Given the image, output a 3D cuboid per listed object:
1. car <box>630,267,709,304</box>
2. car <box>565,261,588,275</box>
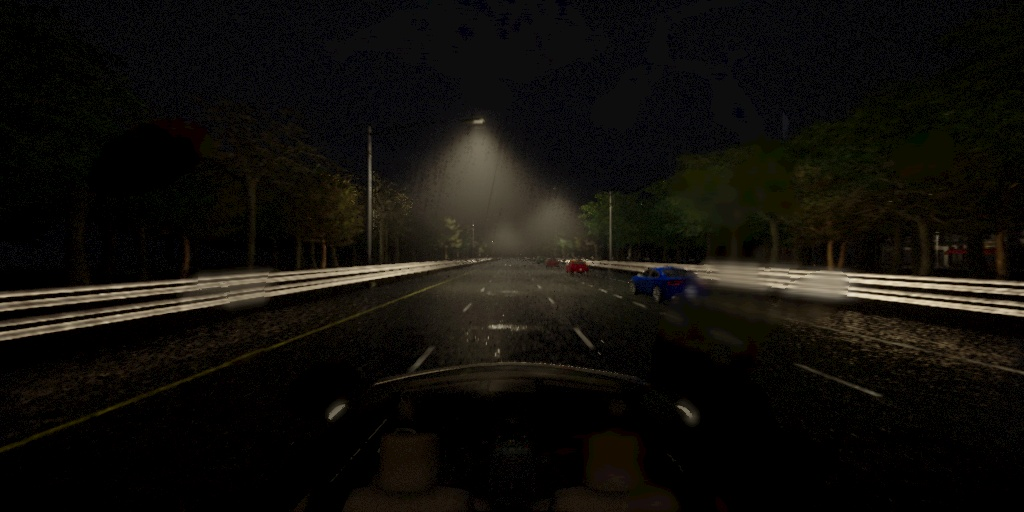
[{"bbox_3d":[7.010,1.237,16.504,1.882,1.535,5.008,0,0,0],"label":"car"},{"bbox_3d":[7.073,1.249,39.419,1.882,1.535,5.008,0,0,0],"label":"car"}]
